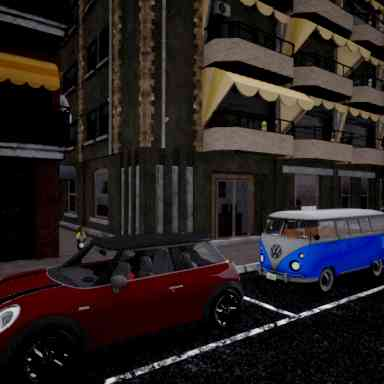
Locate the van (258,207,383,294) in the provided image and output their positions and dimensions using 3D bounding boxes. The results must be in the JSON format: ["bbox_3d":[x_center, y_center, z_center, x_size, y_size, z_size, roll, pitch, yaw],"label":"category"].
[{"bbox_3d":[3.462,1.343,8.557,3.998,1.788,1.690,0,0,-35],"label":"van"}]

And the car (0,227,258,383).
[{"bbox_3d":[-1.172,1.440,5.256,4.097,1.590,1.967,0,0,-35],"label":"car"}]
